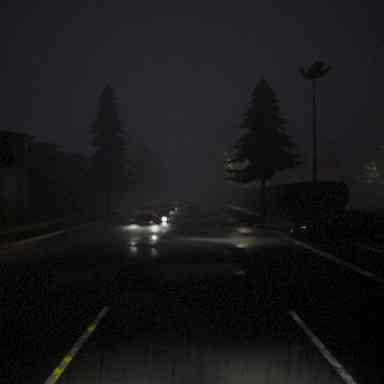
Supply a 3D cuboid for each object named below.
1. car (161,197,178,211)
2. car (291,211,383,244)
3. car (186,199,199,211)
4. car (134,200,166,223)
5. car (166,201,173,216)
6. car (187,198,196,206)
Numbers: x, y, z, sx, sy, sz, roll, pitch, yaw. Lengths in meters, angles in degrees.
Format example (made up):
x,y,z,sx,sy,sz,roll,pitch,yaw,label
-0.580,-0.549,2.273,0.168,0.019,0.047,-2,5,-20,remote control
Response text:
x,y,z,sx,sy,sz,roll,pitch,yaw,label
-3.593,1.687,48.517,2.150,2.045,5.566,0,-1,0,car
7.384,1.670,16.268,4.902,1.511,2.128,0,0,4,car
0.092,1.996,49.039,1.812,1.442,4.674,0,-1,0,car
-3.601,1.747,28.077,1.882,1.535,5.008,0,-1,0,car
-3.602,1.966,38.037,1.895,1.301,4.718,0,-1,0,car
-0.011,2.171,72.403,1.882,1.535,5.008,0,-1,0,car
